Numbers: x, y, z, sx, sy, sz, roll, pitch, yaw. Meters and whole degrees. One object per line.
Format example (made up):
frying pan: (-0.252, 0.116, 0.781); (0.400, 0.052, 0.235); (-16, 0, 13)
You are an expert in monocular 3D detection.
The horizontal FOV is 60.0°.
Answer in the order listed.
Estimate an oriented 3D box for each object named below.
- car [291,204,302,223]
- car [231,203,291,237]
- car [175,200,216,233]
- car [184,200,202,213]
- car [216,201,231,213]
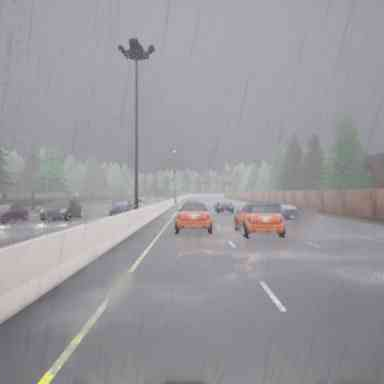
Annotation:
car: (7.079, 1.587, 25.722); (1.812, 1.442, 4.674); (0, 0, 0)
car: (3.594, 1.396, 18.335); (2.097, 1.767, 4.553); (0, 0, 0)
car: (0.094, 1.400, 20.220); (2.097, 1.767, 4.553); (0, 0, 0)
car: (0.090, 1.658, 39.567); (1.994, 1.385, 4.181); (0, 0, 0)
car: (3.582, 1.690, 37.629); (1.895, 1.301, 4.718); (0, 0, 0)
